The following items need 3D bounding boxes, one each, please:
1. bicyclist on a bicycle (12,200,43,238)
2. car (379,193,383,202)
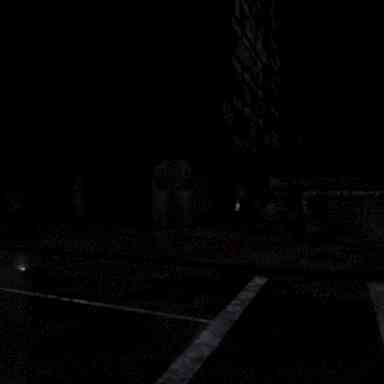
[{"bbox_3d":[-7.440,1.199,15.049,0.582,1.620,1.656,-1,1,24],"label":"bicyclist on a bicycle"},{"bbox_3d":[23.725,0.498,38.369,1.882,1.535,5.008,-1,1,-1],"label":"car"}]
